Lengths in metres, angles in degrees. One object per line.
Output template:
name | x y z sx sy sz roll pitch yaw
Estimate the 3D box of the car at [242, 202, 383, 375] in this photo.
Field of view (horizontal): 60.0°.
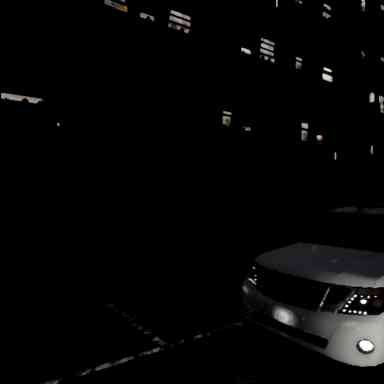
car | 3.412 1.221 5.795 5.566 2.045 2.150 0 0 -35
